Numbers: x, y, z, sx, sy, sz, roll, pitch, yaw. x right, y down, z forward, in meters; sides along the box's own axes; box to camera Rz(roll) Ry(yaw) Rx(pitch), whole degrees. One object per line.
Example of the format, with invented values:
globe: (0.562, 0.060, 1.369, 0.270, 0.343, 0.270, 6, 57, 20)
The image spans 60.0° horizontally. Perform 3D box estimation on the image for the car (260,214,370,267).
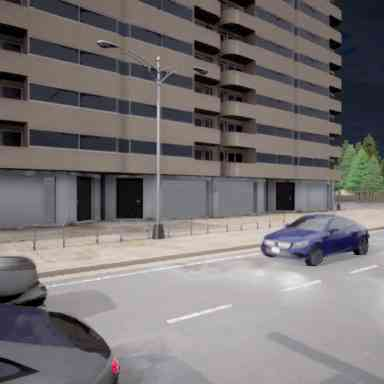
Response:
car: (4.440, 1.526, 11.624, 4.674, 1.442, 1.812, 0, 0, -37)

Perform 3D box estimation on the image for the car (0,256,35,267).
car: (-5.034, 1.547, 4.771, 5.357, 1.411, 2.033, 0, 0, -34)

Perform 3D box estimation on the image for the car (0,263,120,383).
car: (-2.567, 1.564, 2.153, 4.181, 1.385, 1.994, 0, 0, -36)
